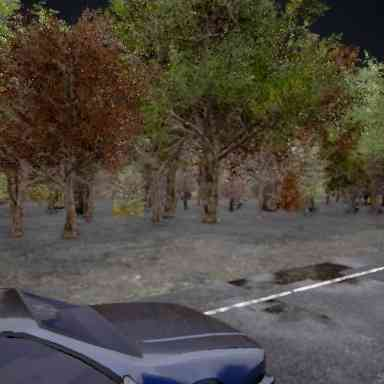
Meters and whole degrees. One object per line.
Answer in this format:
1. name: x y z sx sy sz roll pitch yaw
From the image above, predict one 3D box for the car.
1. car: -1.797 1.546 2.464 5.357 1.411 2.033 1 0 -36
